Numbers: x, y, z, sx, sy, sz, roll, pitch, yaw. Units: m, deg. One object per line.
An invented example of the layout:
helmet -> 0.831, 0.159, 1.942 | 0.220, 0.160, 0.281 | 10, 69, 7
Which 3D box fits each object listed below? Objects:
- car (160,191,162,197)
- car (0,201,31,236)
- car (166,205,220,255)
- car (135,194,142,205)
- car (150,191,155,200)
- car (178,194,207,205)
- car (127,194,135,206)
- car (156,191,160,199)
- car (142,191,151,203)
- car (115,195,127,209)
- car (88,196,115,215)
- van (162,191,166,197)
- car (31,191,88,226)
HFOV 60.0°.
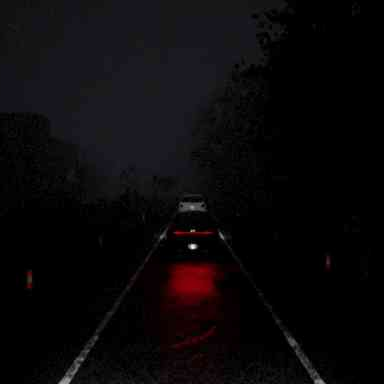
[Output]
car -> -9.062, 0.981, 80.113 | 2.002, 1.452, 4.674 | 0, 0, 0
car -> -8.973, 1.148, 13.597 | 2.185, 1.767, 4.553 | 0, 0, 2
car -> 0.046, 1.488, 13.151 | 1.837, 1.490, 4.892 | 0, 1, 0
car -> -9.027, 1.109, 47.683 | 1.946, 1.575, 5.366 | 0, 0, 2
car -> -9.041, 1.008, 63.484 | 2.097, 1.535, 5.008 | 0, 0, 2
car -> 0.037, 1.154, 27.035 | 2.150, 2.045, 5.566 | 0, 1, 0
car -> -9.011, 1.163, 41.302 | 2.097, 1.535, 5.008 | 0, 0, 2
car -> -9.052, 0.735, 73.366 | 2.435, 2.045, 5.566 | 0, 0, 1
car -> -9.033, 1.051, 57.936 | 2.097, 1.535, 5.008 | 0, 0, 2
car -> -9.004, 1.196, 35.746 | 2.231, 1.521, 4.892 | 0, 1, 2
car -> -8.997, 1.208, 30.205 | 2.097, 1.535, 5.008 | 0, 0, 2
van -> -9.081, 0.666, 91.082 | 1.878, 1.987, 4.442 | 0, 0, 2
car -> -8.986, 0.982, 21.250 | 2.435, 2.045, 5.566 | 0, 0, 2
